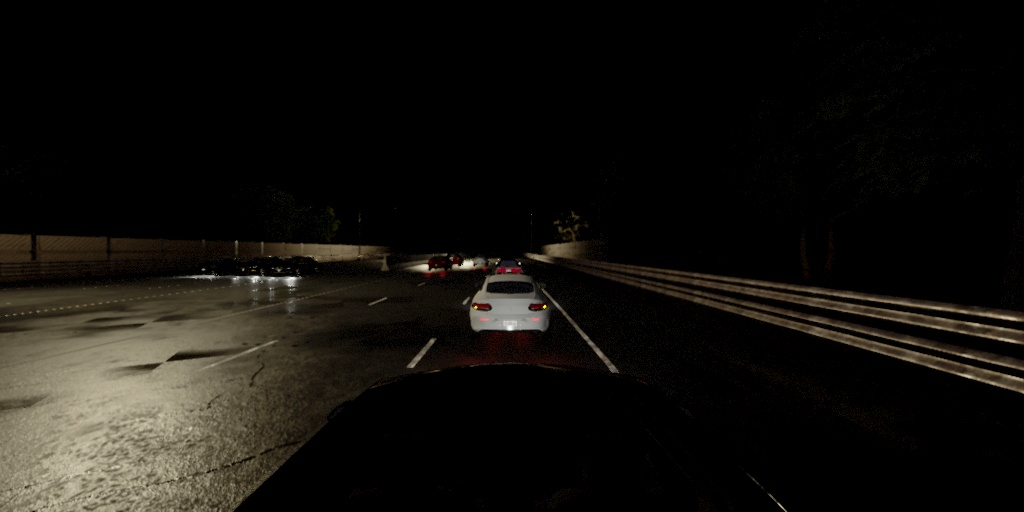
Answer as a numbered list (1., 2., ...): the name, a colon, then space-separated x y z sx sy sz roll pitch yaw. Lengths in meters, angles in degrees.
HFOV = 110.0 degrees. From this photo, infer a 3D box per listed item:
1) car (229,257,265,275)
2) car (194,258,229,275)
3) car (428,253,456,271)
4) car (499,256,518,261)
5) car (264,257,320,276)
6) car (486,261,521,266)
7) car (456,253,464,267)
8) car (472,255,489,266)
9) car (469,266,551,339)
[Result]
1. car: -21.460 0.817 30.964 1.837 1.490 4.892 0 1 -1
2. car: -24.966 0.876 30.969 1.994 1.385 4.181 0 1 -1
3. car: -7.388 0.697 37.217 1.882 1.535 5.008 0 1 -1
4. car: -0.293 0.934 27.098 1.994 1.385 4.181 0 1 -1
5. car: -17.940 0.832 29.945 1.837 1.490 4.892 0 1 -1
6. car: -0.134 1.118 17.138 1.895 1.301 4.718 0 1 -1
7. car: -7.592 0.424 47.086 2.097 1.767 4.553 0 1 -1
8. car: -4.106 0.589 47.685 1.812 1.442 4.674 0 1 -1
9. car: -0.052 1.157 9.517 1.812 1.442 4.674 0 1 0
